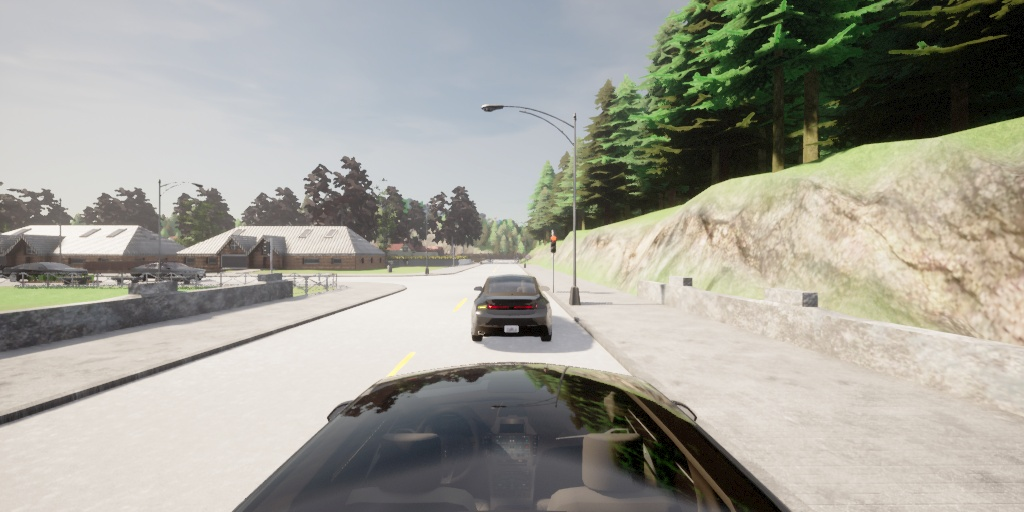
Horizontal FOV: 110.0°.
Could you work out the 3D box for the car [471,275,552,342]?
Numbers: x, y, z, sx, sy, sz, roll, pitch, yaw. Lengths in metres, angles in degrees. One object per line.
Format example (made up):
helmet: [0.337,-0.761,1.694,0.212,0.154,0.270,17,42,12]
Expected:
car: [-0.009,1.255,9.801,1.837,1.490,4.892,0,0,0]

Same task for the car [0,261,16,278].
car: [-48.132,1.228,32.056,5.008,1.535,1.882,0,0,0]

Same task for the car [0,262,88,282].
car: [-36.265,1.228,28.020,5.008,1.535,1.882,0,0,0]

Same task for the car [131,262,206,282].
car: [-26.812,1.241,28.097,4.902,1.511,2.128,0,0,0]
